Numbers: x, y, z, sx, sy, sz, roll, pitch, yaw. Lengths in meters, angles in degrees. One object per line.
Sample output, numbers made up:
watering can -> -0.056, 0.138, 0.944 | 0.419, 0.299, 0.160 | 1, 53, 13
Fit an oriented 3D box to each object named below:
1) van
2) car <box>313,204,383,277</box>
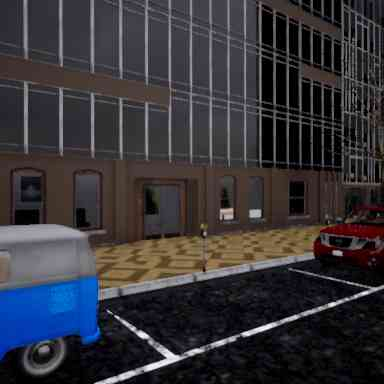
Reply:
van -> -3.124, 1.339, 3.873 | 3.998, 1.788, 1.690 | 0, 0, -36
car -> 5.927, 1.313, 10.329 | 5.009, 1.841, 2.192 | 0, 0, -36
